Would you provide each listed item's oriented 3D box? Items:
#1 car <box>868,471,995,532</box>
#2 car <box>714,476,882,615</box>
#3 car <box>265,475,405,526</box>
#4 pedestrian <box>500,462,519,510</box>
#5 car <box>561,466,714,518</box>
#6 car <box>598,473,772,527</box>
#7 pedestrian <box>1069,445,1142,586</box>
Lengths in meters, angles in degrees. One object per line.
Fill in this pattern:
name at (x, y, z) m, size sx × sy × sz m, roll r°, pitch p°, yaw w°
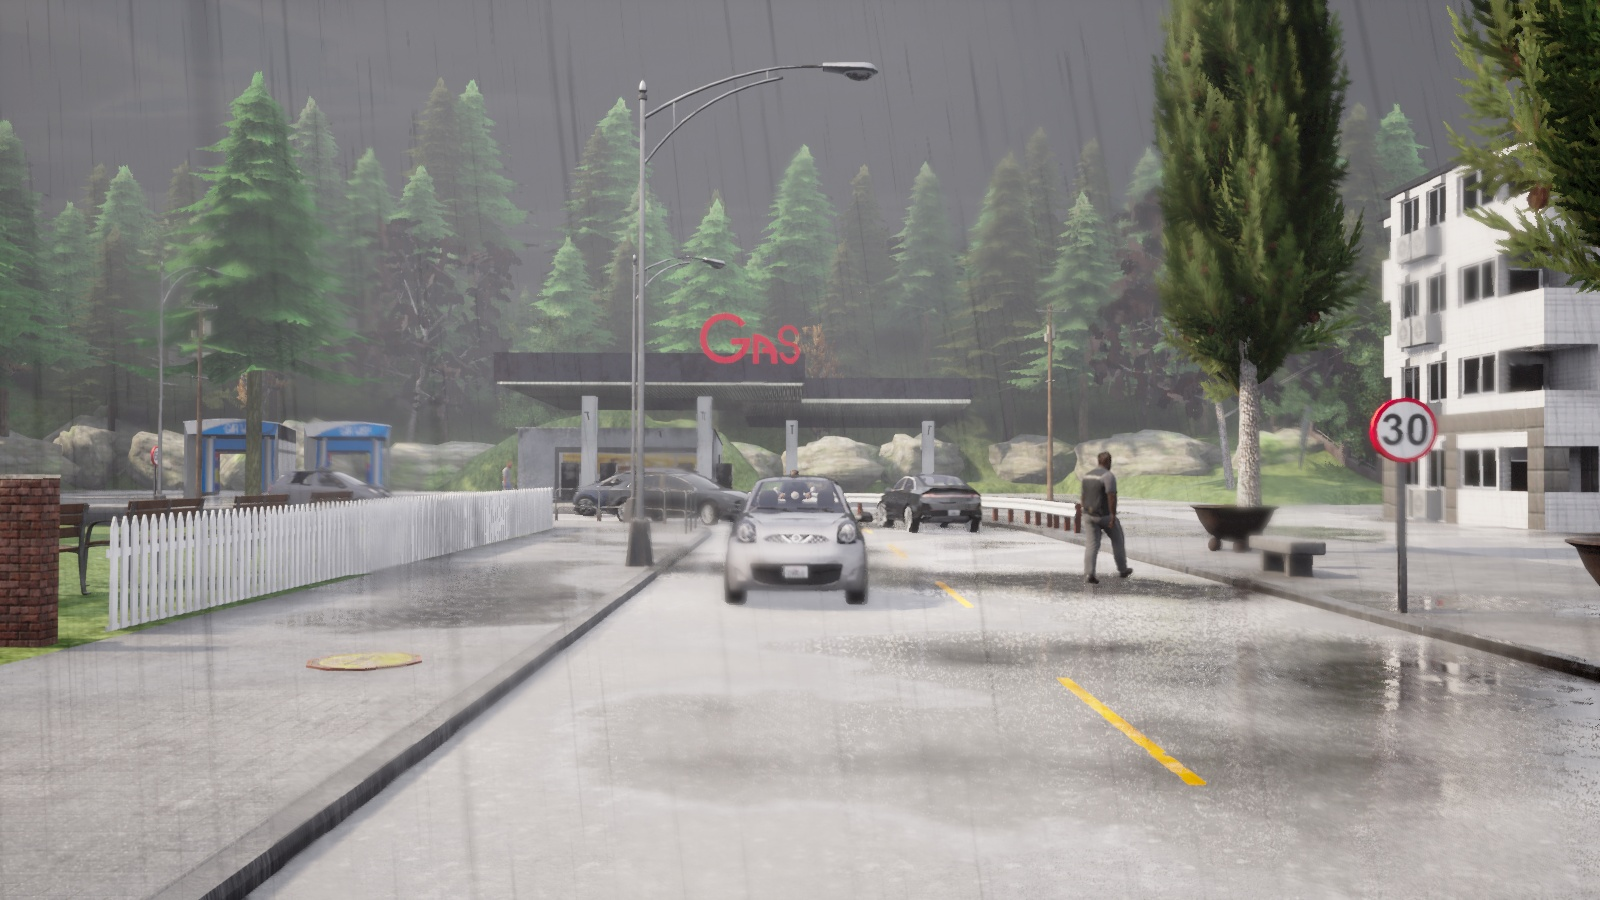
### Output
car at (3.407, 1.322, 33.633) m, size 2.128 × 1.511 × 4.902 m, roll 0°, pitch -1°, yaw -10°
car at (-0.029, 1.091, 15.645) m, size 1.845 × 1.501 × 3.633 m, roll 0°, pitch -1°, yaw 0°
car at (-14.320, 1.536, 38.817) m, size 3.633 × 1.501 × 1.845 m, roll 0°, pitch -1°, yaw 0°
pedestrian at (-11.258, 1.384, 48.636) m, size 0.706 × 1.836 × 0.354 m, roll 0°, pitch -1°, yaw -7°
car at (-5.475, 1.392, 42.392) m, size 4.611 × 1.667 × 2.242 m, roll -1°, pitch -1°, yaw 19°
car at (-3.396, 1.454, 36.912) m, size 4.892 × 1.490 × 1.837 m, roll -1°, pitch -1°, yaw 29°
pedestrian at (4.193, 0.876, 17.237) m, size 0.849 × 1.883 × 0.563 m, roll 1°, pitch -1°, yaw -38°
